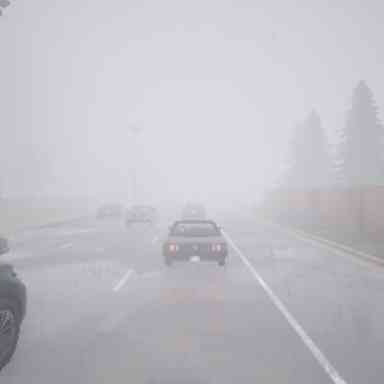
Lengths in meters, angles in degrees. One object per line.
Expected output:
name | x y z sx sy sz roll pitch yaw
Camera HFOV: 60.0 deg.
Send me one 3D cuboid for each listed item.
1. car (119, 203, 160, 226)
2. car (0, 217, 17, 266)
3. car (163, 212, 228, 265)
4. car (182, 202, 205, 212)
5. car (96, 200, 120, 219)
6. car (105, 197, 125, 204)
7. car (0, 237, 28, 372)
car | -3.407 1.562 23.462 2.033 1.411 5.357 0 0 0
car | -6.907 1.553 8.518 2.033 1.411 5.357 0 0 0
car | 0.095 1.608 11.634 1.895 1.301 4.718 0 0 0
car | 0.160 1.582 28.949 1.994 1.385 4.181 0 0 1
car | -6.838 1.582 28.971 1.994 1.385 4.181 0 0 1
car | -14.878 1.600 64.383 1.994 1.385 4.181 0 0 18
car | -3.431 1.225 2.383 2.150 2.045 5.566 0 0 0
